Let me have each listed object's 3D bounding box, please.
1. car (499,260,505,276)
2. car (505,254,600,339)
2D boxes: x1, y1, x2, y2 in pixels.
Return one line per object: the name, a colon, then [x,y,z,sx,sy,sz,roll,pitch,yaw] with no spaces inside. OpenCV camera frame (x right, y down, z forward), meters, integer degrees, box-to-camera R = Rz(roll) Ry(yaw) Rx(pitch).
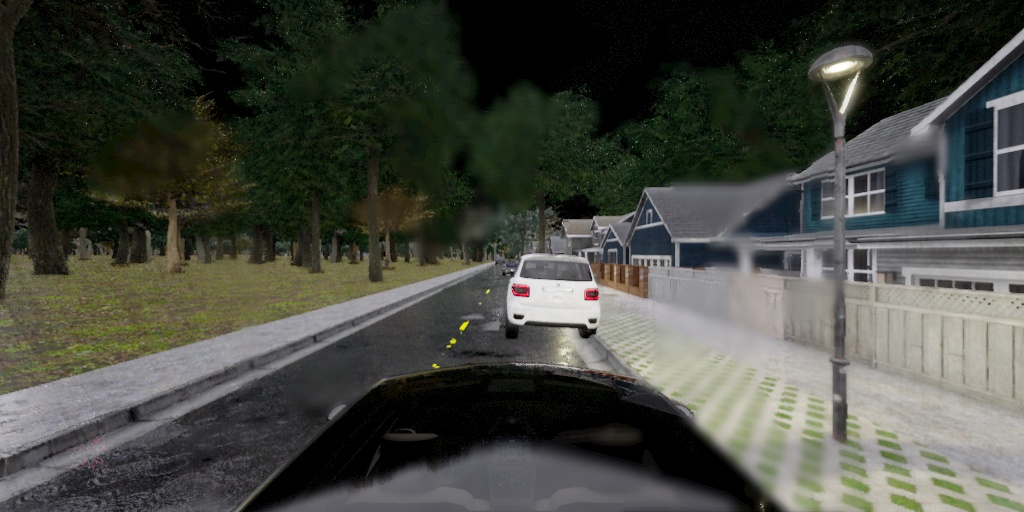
car: [0.001,1.409,38.410,1.994,1.385,4.181,0,0,1]
car: [0.959,1.027,10.312,2.150,2.045,5.566,3,-2,0]
